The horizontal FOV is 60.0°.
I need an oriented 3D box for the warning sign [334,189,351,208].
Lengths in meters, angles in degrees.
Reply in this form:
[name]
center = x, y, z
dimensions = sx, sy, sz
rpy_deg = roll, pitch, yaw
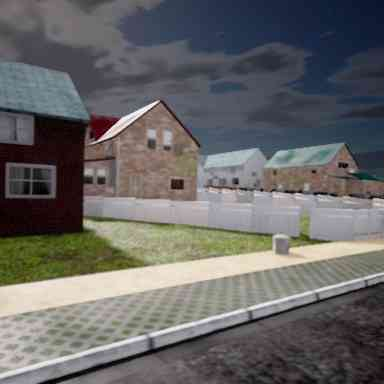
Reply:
[warning sign]
center = 15.467, 0.616, 34.193
dimensions = 1.300, 1.860, 1.060
rpy_deg = -2, 1, -34

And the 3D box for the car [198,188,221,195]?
[car]
center = 2.555, 0.082, 49.021
dimensions = 2.033, 1.411, 5.357
rpy_deg = 1, 2, -34
